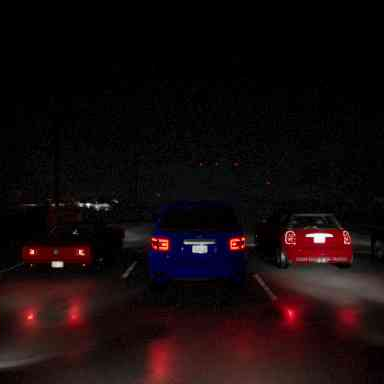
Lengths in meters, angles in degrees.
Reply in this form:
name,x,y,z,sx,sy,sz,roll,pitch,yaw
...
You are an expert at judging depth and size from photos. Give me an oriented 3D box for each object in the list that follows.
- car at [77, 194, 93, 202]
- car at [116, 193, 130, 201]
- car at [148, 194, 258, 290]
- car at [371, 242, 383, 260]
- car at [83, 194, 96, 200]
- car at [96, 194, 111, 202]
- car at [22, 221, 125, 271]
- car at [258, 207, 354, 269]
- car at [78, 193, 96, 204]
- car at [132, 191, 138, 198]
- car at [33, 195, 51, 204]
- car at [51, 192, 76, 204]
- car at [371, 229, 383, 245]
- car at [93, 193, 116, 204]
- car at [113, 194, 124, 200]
name,x,y,z,sx,sy,sz,roll,pitch,yaw
car,-21.709,1.194,67.645,1.812,1.442,4.674,0,0,-1
car,-14.745,1.006,70.814,2.097,1.767,4.553,0,0,-1
car,0.043,1.207,9.202,2.150,2.045,5.566,0,0,-2
car,3.594,1.490,2.160,2.128,1.511,4.902,0,0,0
car,-25.409,1.174,82.511,1.895,1.301,4.718,0,0,-1
car,-18.218,1.165,68.453,1.837,1.490,4.892,0,0,-1
car,-3.489,1.584,10.839,1.895,1.301,4.718,0,0,0
car,3.505,1.334,11.303,2.097,1.767,4.553,0,0,0
car,-18.171,1.290,58.318,1.994,1.385,4.181,0,0,0
car,-15.032,1.098,86.070,2.033,1.411,5.357,0,0,-3
car,-25.147,1.243,56.331,1.837,1.490,4.892,0,0,0
car,-21.656,1.213,56.895,1.882,1.535,5.008,0,0,0
car,7.018,1.477,9.406,2.128,1.511,4.902,0,0,0
car,-14.660,1.340,56.141,1.895,1.301,4.718,0,0,0
car,-18.432,1.169,83.458,1.895,1.301,4.718,0,0,-1
